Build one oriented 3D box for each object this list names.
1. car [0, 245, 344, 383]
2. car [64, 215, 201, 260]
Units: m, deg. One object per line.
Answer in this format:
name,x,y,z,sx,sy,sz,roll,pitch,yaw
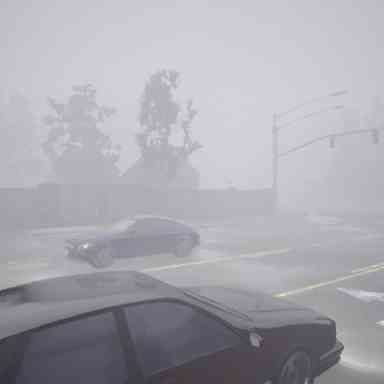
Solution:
car,-0.794,1.552,3.173,5.357,1.411,2.033,0,0,-36
car,-1.839,1.544,11.276,4.674,1.442,1.812,0,0,-35
